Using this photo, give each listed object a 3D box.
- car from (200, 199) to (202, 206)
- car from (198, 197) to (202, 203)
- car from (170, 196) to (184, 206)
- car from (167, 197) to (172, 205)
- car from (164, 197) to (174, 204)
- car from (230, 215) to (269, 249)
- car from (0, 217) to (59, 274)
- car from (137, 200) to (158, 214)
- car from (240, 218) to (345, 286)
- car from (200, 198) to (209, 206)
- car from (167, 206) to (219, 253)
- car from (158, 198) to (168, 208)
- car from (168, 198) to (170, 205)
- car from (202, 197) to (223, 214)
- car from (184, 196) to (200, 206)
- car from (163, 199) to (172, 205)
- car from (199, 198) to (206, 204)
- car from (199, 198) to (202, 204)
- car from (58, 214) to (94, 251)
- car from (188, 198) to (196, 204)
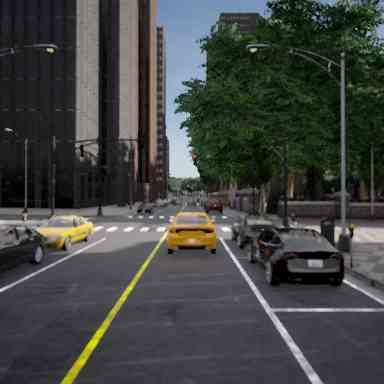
[{"bbox_3d":[2.749,2.092,52.608,1.947,1.339,4.313,0,-1,0],"label":"car"},{"bbox_3d":[2.746,2.193,63.521,2.008,1.369,4.403,0,-1,0],"label":"car"},{"bbox_3d":[-3.019,2.199,69.316,1.837,1.490,4.892,0,-1,0],"label":"car"},{"bbox_3d":[-5.781,2.282,68.968,1.802,1.307,4.206,0,-1,0],"label":"car"},{"bbox_3d":[-5.785,2.191,85.341,2.192,1.841,5.009,0,-1,0],"label":"car"},{"bbox_3d":[2.760,1.695,15.032,2.008,1.369,4.403,0,-1,0],"label":"car"},{"bbox_3d":[-5.764,1.642,9.508,2.008,1.369,4.403,0,-1,0],"label":"car"},{"bbox_3d":[-5.773,1.976,41.684,1.947,1.339,4.313,0,-1,0],"label":"car"},{"bbox_3d":[2.761,1.658,9.519,1.947,1.339,4.313,0,-1,0],"label":"car"},{"bbox_3d":[2.743,2.199,74.434,1.967,1.590,4.097,0,-1,0],"label":"car"},{"bbox_3d":[0.004,1.617,14.472,1.882,1.535,5.008,0,0,0],"label":"car"},{"bbox_3d":[-5.778,2.134,58.054,2.008,1.369,4.403,0,-1,0],"label":"car"},{"bbox_3d":[-5.779,2.224,63.511,1.802,1.307,4.206,0,-1,0],"label":"car"},{"bbox_3d":[2.752,1.725,41.699,2.192,1.841,5.009,0,-1,0],"label":"car"},{"bbox_3d":[-0.013,2.170,66.825,2.128,1.511,4.902,0,-1,0],"label":"car"},{"bbox_3d":[-5.784,2.399,79.881,1.802,1.307,4.206,0,-1,0],"label":"car"},{"bbox_3d":[2.738,2.462,90.972,1.752,1.417,4.829,0,-1,0],"label":"car"},{"bbox_3d":[2.747,2.135,58.064,2.008,1.369,4.403,0,-1,0],"label":"car"},{"bbox_3d":[-5.765,1.668,14.851,1.752,1.417,4.829,0,-1,0],"label":"car"},{"bbox_3d":[-0.022,2.317,82.229,1.994,1.385,4.181,0,-1,0],"label":"car"}]
